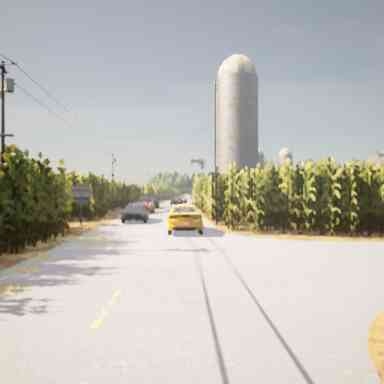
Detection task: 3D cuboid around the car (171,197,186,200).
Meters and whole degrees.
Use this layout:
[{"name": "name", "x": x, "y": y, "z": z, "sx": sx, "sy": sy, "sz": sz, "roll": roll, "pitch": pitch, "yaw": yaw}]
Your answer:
[{"name": "car", "x": -2.530, "y": 1.539, "z": 54.993, "sx": 2.033, "sy": 1.411, "sz": 5.357, "roll": 0, "pitch": 0, "yaw": 2}]

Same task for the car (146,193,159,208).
[{"name": "car", "x": -5.694, "y": 1.215, "z": 45.812, "sx": 2.150, "sy": 2.045, "sz": 5.566, "roll": 0, "pitch": 0, "yaw": -2}]

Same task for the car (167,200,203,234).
[{"name": "car", "x": -0.453, "y": 1.475, "z": 19.407, "sx": 1.882, "sy": 1.535, "sz": 5.008, "roll": 0, "pitch": 0, "yaw": -3}]

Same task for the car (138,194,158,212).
[{"name": "car", "x": -5.080, "y": 1.347, "z": 35.661, "sx": 2.097, "sy": 1.767, "sz": 4.553, "roll": 0, "pitch": 0, "yaw": -4}]

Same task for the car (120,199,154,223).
[{"name": "car", "x": -4.275, "y": 1.544, "z": 25.603, "sx": 2.033, "sy": 1.411, "sz": 5.357, "roll": 0, "pitch": 0, "yaw": -5}]
